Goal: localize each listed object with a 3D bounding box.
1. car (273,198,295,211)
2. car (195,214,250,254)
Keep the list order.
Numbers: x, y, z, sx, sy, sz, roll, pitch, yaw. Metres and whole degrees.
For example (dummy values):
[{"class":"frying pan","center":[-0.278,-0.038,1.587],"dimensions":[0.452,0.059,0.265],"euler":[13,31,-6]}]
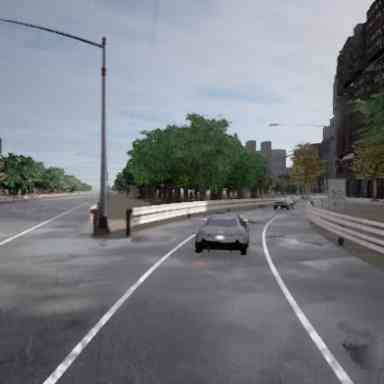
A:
[{"class":"car","center":[11.717,1.545,42.140],"dimensions":[1.837,1.490,4.892],"euler":[0,0,29]},{"class":"car","center":[1.354,1.575,13.710],"dimensions":[1.994,1.385,4.181],"euler":[0,0,10]}]
